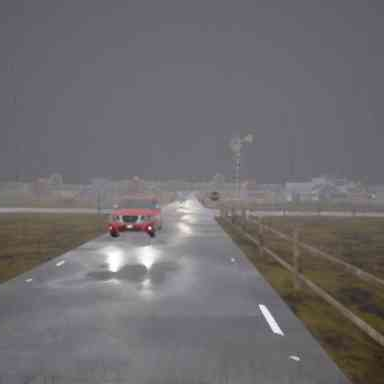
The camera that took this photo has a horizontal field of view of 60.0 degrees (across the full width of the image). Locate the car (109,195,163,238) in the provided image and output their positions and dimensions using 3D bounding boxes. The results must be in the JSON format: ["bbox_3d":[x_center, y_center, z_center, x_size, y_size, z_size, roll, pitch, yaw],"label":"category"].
[{"bbox_3d":[-2.832,1.221,17.933,2.150,2.045,5.566,0,0,0],"label":"car"}]

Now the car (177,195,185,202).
[{"bbox_3d":[-2.759,1.659,85.578,2.097,1.767,4.553,0,0,0],"label":"car"}]
